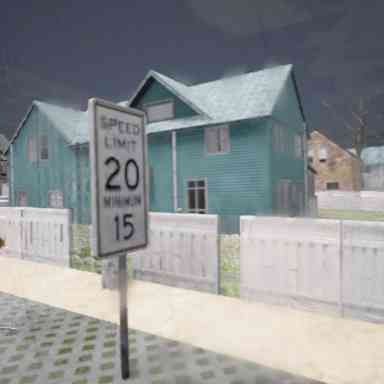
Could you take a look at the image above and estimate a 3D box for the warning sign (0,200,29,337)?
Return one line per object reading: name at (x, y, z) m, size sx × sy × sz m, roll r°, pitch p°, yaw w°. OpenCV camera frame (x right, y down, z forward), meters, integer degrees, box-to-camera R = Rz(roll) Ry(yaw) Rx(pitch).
warning sign at (-3.242, 1.083, 4.628) m, size 1.060 × 1.860 × 1.300 m, roll -2°, pitch 1°, yaw 32°
